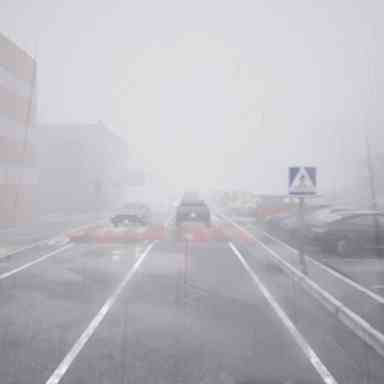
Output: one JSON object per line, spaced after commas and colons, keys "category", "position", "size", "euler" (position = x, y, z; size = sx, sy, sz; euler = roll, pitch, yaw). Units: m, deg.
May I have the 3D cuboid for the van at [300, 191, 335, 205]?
{"category": "van", "position": [18.250, 0.889, 48.579], "size": [4.442, 1.987, 1.878], "euler": [0, 0, -1]}

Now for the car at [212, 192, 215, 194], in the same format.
{"category": "car", "position": [5.768, 1.134, 51.221], "size": [4.674, 1.452, 2.002], "euler": [0, 0, -1]}

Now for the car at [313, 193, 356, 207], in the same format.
{"category": "car", "position": [18.397, 1.024, 43.057], "size": [4.553, 1.767, 2.185], "euler": [0, 0, -1]}

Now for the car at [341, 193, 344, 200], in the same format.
{"category": "car", "position": [18.498, 1.186, 37.287], "size": [4.892, 1.521, 2.231], "euler": [0, 0, -1]}

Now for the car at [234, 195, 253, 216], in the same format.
{"category": "car", "position": [6.235, 1.254, 25.785], "size": [5.366, 1.575, 1.946], "euler": [0, 0, -1]}

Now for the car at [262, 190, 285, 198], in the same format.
{"category": "car", "position": [18.060, 0.456, 74.005], "size": [4.553, 1.767, 2.185], "euler": [0, 1, -1]}

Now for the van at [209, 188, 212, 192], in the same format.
{"category": "van", "position": [5.788, 0.694, 59.705], "size": [4.442, 1.987, 1.878], "euler": [0, 1, -1]}

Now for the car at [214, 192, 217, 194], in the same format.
{"category": "car", "position": [5.824, 1.134, 45.561], "size": [5.008, 1.535, 2.097], "euler": [0, 0, -1]}

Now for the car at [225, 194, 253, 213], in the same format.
{"category": "car", "position": [5.833, 1.236, 28.606], "size": [5.366, 1.575, 1.946], "euler": [0, 0, -1]}

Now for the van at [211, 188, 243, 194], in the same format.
{"category": "van", "position": [5.849, 0.822, 54.176], "size": [4.442, 1.987, 1.878], "euler": [0, 1, -1]}

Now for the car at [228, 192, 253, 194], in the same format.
{"category": "car", "position": [6.018, 1.096, 31.433], "size": [4.553, 1.767, 2.185], "euler": [0, 0, -1]}

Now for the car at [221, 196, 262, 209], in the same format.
{"category": "car", "position": [5.895, 1.209, 39.911], "size": [4.674, 1.452, 2.002], "euler": [0, 0, -1]}

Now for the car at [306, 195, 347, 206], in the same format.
{"category": "car", "position": [18.431, 1.162, 45.756], "size": [4.792, 1.488, 2.163], "euler": [0, 0, -1]}

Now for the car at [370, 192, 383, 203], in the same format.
{"category": "car", "position": [18.614, 1.112, 28.941], "size": [4.553, 1.767, 2.185], "euler": [0, 0, -1]}

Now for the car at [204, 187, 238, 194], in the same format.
{"category": "car", "position": [5.611, 0.601, 62.527], "size": [5.566, 2.045, 2.435], "euler": [0, 1, -1]}

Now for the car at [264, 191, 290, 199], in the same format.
{"category": "car", "position": [18.116, 0.645, 71.309], "size": [5.008, 1.535, 2.097], "euler": [0, 1, -1]}

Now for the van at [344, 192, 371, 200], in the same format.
{"category": "van", "position": [18.638, 0.977, 34.461], "size": [4.442, 1.987, 1.878], "euler": [0, 0, -1]}

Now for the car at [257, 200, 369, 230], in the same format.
{"category": "car", "position": [6.115, 1.339, 17.307], "size": [4.792, 1.488, 2.163], "euler": [0, 0, -1]}

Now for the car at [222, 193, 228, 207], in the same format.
{"category": "car", "position": [6.140, 1.201, 34.262], "size": [5.366, 1.575, 1.946], "euler": [0, 0, -1]}

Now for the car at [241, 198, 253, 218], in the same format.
{"category": "car", "position": [6.079, 1.314, 22.958], "size": [4.674, 1.452, 2.002], "euler": [0, 0, -1]}

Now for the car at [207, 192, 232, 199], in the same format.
{"category": "car", "position": [5.571, 0.718, 68.182], "size": [5.008, 1.535, 2.097], "euler": [0, 1, -1]}

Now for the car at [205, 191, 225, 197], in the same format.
{"category": "car", "position": [5.479, 0.478, 79.484], "size": [4.792, 1.488, 2.163], "euler": [0, 1, -1]}

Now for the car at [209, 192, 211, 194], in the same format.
{"category": "car", "position": [5.705, 1.027, 56.885], "size": [4.674, 1.452, 2.002], "euler": [0, 1, -1]}

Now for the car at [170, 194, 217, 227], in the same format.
{"category": "car", "position": [0.047, 1.219, 19.356], "size": [2.128, 1.511, 4.902], "euler": [0, -6, 0]}

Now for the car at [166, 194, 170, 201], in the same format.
{"category": "car", "position": [-3.710, 1.006, 61.748], "size": [1.895, 1.301, 4.718], "euler": [0, 1, 0]}

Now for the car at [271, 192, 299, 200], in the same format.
{"category": "car", "position": [18.191, 0.784, 65.540], "size": [4.892, 1.521, 2.231], "euler": [0, 1, -1]}

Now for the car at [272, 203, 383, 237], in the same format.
{"category": "car", "position": [6.179, 1.367, 14.481], "size": [4.674, 1.452, 2.002], "euler": [0, 0, -1]}

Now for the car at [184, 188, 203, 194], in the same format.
{"category": "car", "position": [-0.093, 0.920, 40.158], "size": [2.150, 2.045, 5.566], "euler": [0, 1, -1]}

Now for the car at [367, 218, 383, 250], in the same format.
{"category": "car", "position": [6.265, 1.377, 6.005], "size": [5.008, 1.535, 2.097], "euler": [0, 0, -1]}

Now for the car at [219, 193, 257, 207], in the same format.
{"category": "car", "position": [5.892, 1.026, 42.735], "size": [4.553, 1.767, 2.185], "euler": [0, 0, -1]}

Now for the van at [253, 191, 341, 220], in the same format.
{"category": "van", "position": [6.230, 1.066, 20.132], "size": [4.442, 1.987, 1.878], "euler": [0, 0, -1]}

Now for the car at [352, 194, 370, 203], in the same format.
{"category": "car", "position": [18.557, 1.220, 31.765], "size": [5.008, 1.535, 2.097], "euler": [0, 0, -1]}

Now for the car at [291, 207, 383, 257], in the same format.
{"category": "car", "position": [6.205, 1.384, 11.656], "size": [4.674, 1.452, 2.002], "euler": [0, 0, -1]}

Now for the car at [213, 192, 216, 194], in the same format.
{"category": "car", "position": [5.795, 1.156, 48.387], "size": [4.674, 1.452, 2.002], "euler": [0, 0, -1]}

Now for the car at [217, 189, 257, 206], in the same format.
{"category": "car", "position": [5.952, 0.935, 37.084], "size": [5.566, 2.045, 2.435], "euler": [0, 0, -1]}

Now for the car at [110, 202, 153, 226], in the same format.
{"category": "car", "position": [-3.405, 1.315, 19.765], "size": [2.033, 1.411, 5.357], "euler": [0, -3, 0]}
